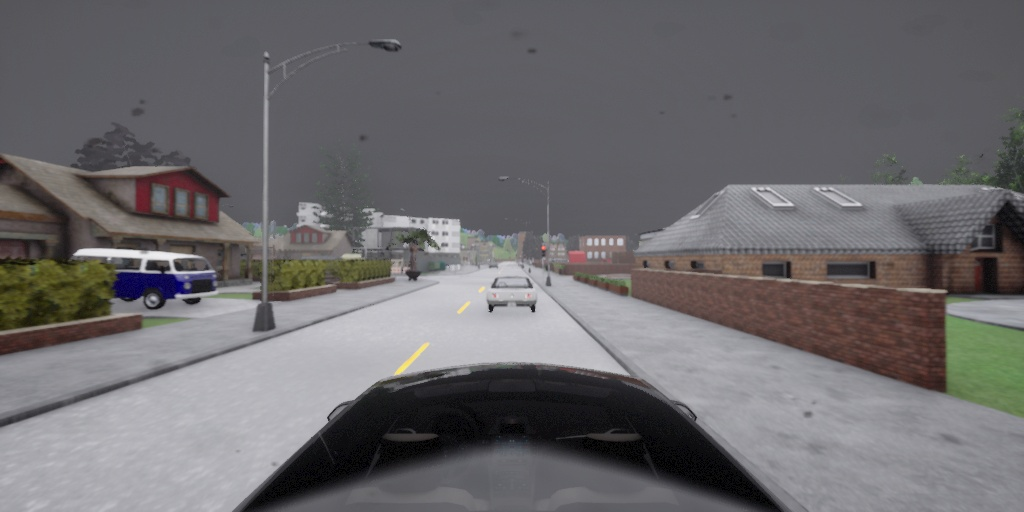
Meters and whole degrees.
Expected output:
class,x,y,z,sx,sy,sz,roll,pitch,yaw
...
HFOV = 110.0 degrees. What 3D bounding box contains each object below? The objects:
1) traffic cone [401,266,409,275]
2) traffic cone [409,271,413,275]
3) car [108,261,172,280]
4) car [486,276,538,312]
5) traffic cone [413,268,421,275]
class,x,y,z,sx,sy,sz,roll,pitch,yaw
traffic cone,-15.771,2.103,52.889,0.344,0.586,0.344,0,0,0
traffic cone,-15.410,2.106,53.459,0.344,0.586,0.344,0,0,0
car,-43.227,1.664,41.612,4.902,1.511,2.128,0,-1,0
car,0.008,1.493,15.093,1.895,1.301,4.718,0,-1,0
traffic cone,-14.411,2.141,54.499,0.344,0.586,0.344,0,0,0
